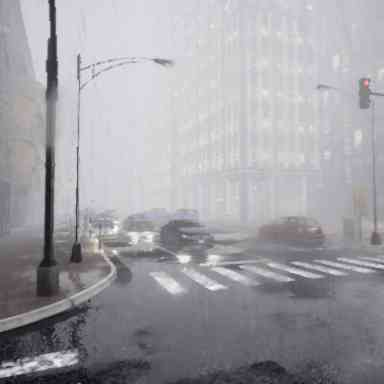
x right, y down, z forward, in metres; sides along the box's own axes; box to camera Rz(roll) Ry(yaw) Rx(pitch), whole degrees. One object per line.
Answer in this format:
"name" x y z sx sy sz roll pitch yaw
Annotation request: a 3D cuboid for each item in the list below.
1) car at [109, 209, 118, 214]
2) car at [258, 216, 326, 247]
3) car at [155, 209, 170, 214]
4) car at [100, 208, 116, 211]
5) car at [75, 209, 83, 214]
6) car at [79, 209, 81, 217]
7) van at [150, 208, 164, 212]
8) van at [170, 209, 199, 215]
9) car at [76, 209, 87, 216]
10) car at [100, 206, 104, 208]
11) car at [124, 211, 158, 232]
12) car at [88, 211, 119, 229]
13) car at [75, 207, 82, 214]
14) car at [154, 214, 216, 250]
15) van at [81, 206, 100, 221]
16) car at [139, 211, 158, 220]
"car" -20.690 5.120 87.244 1.802 1.307 4.206 1 -3 -21
"car" 5.425 2.079 18.680 1.967 1.590 4.097 1 -3 -21
"car" -2.610 3.074 39.774 2.008 1.369 4.403 1 -3 -21
"car" -11.663 3.361 47.489 1.837 1.490 4.892 1 -3 -20
"car" -30.470 5.165 89.385 1.752 1.417 4.829 1 -3 -21
"car" -16.469 3.655 52.619 1.802 1.307 4.206 1 -3 -21
"van" -4.619 3.087 45.058 1.690 1.788 3.998 1 -3 -21
"van" -0.602 2.643 34.508 1.690 1.788 3.998 1 -3 -21
"car" -24.504 4.535 73.718 1.947 1.339 4.313 1 -3 -21
"car" -22.388 4.925 84.149 2.128 1.511 4.902 1 -3 -21
"car" -4.642 2.633 28.838 1.994 1.385 4.181 1 -3 -21
"car" -8.435 2.735 31.522 2.008 1.369 4.403 1 -3 -21
"car" -20.487 3.836 63.180 2.192 1.841 5.009 1 -3 -21
"car" -0.385 2.127 17.660 1.812 1.442 4.674 1 -3 -21
"van" -14.461 3.192 47.355 1.690 1.788 3.998 1 -3 -21
"car" -6.628 3.534 50.323 1.947 1.339 4.313 1 -3 -21
